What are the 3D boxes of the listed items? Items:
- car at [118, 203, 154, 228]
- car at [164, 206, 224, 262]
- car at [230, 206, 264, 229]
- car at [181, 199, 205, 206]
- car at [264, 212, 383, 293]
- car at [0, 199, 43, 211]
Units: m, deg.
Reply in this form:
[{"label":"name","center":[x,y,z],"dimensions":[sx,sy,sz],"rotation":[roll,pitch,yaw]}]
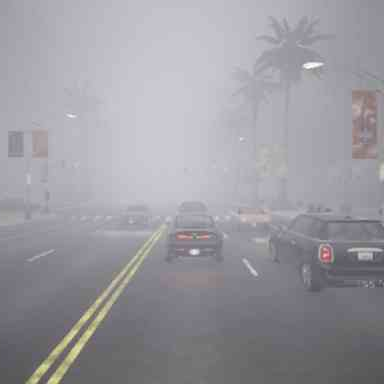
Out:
[{"label":"car","center":[-3.575,1.509,21.952],"dimensions":[1.837,1.490,4.892],"rotation":[0,0,0]},{"label":"car","center":[0.062,1.479,12.004],"dimensions":[1.837,1.490,4.892],"rotation":[0,0,0]},{"label":"car","center":[3.529,1.556,20.981],"dimensions":[1.895,1.301,4.718],"rotation":[0,0,0]},{"label":"car","center":[0.028,1.308,21.113],"dimensions":[2.097,1.767,4.553],"rotation":[0,0,0]},{"label":"car","center":[3.571,1.334,8.987],"dimensions":[2.097,1.767,4.553],"rotation":[0,0,0]},{"label":"car","center":[-20.317,1.468,38.794],"dimensions":[5.357,1.411,2.033],"rotation":[0,0,1]}]
